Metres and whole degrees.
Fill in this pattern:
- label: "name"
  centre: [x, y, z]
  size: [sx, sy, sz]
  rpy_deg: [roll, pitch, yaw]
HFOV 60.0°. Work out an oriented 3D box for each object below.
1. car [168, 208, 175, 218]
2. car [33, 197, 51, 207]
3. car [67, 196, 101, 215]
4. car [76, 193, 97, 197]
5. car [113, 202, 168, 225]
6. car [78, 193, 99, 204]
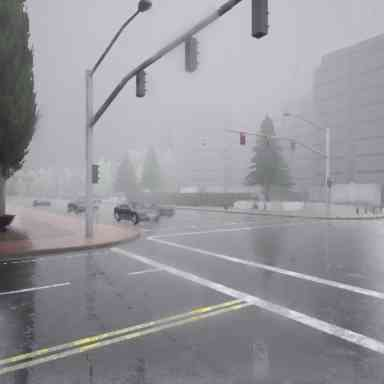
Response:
- label: "car"
  centre: [-3.420, 1.601, 29.367]
  size: [1.895, 1.301, 4.718]
  rpy_deg: [0, 0, -36]
- label: "car"
  centre: [-22.777, 1.525, 50.435]
  size: [1.812, 1.442, 4.674]
  rpy_deg: [0, 0, -35]
- label: "car"
  centre: [-11.558, 1.505, 34.704]
  size: [1.837, 1.490, 4.892]
  rpy_deg: [0, 0, -36]
- label: "car"
  centre: [-13.881, 1.222, 43.952]
  size: [2.150, 2.045, 5.566]
  rpy_deg: [0, 0, -36]
- label: "car"
  centre: [-4.108, 1.491, 24.339]
  size: [2.128, 1.511, 4.902]
  rpy_deg: [0, 0, -36]
- label: "car"
  centre: [-20.404, 1.221, 65.377]
  size: [2.150, 2.045, 5.566]
  rpy_deg: [0, 0, -36]
